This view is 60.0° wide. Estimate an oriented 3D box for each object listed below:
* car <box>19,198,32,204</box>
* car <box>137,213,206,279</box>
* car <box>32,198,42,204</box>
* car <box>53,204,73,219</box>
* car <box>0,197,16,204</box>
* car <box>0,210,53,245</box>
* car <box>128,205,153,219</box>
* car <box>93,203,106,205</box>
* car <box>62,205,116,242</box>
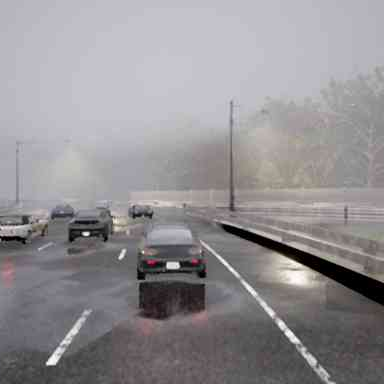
[{"bbox_3d":[-42.689,2.127,82.803,5.008,1.535,1.882,0,-1,38],"label":"car"},{"bbox_3d":[-0.698,1.617,10.291,1.812,1.442,4.674,0,0,-6],"label":"car"},{"bbox_3d":[-40.439,2.192,85.485,4.902,1.511,2.128,0,-1,38],"label":"car"},{"bbox_3d":[-12.775,1.873,32.930,1.994,1.385,4.181,0,-1,-19],"label":"car"},{"bbox_3d":[-44.914,1.986,80.104,4.553,1.767,2.097,0,-1,38],"label":"car"},{"bbox_3d":[-8.493,1.757,16.167,1.895,1.301,4.718,0,-1,-9],"label":"car"},{"bbox_3d":[-5.054,1.888,31.998,1.895,1.301,4.718,0,-1,-17],"label":"car"},{"bbox_3d":[-9.422,1.837,33.968,1.812,1.442,4.674,0,-1,-19],"label":"car"},{"bbox_3d":[-5.195,1.666,17.459,1.837,1.490,4.892,0,-1,-9],"label":"car"}]
